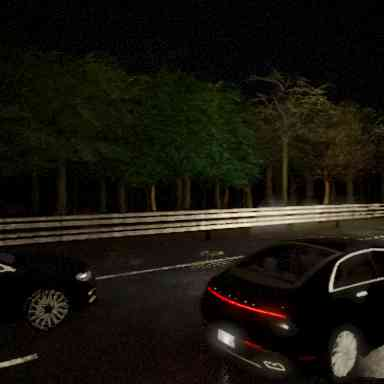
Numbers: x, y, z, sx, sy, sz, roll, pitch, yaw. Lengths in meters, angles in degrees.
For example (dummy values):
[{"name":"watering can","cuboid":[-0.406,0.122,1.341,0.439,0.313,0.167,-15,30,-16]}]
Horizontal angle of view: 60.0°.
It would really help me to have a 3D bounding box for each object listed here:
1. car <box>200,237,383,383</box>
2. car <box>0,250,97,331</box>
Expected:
[{"name":"car","cuboid":[2.403,1.502,5.396,4.892,1.490,1.837,0,0,-35]},{"name":"car","cuboid":[-4.010,1.474,5.172,4.902,1.511,2.128,0,0,-35]}]
